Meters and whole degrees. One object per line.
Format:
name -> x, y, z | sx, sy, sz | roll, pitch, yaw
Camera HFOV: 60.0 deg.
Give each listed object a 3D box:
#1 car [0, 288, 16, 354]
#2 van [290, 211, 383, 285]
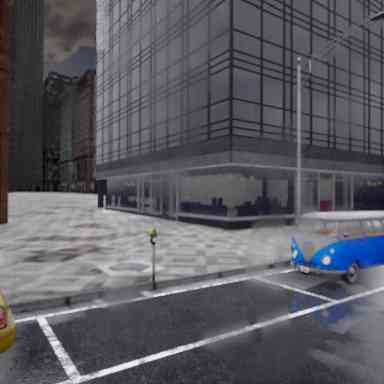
car -> -4.563, 1.535, 3.402 | 4.829, 1.417, 1.752 | 1, -1, -34
van -> 4.592, 1.452, 9.583 | 3.998, 1.788, 1.690 | 1, -1, -34
